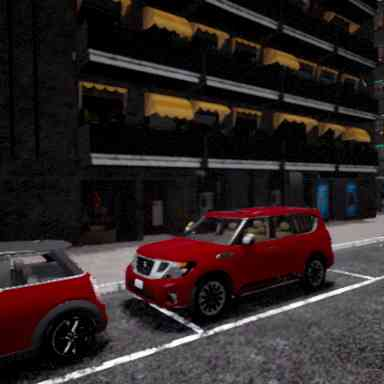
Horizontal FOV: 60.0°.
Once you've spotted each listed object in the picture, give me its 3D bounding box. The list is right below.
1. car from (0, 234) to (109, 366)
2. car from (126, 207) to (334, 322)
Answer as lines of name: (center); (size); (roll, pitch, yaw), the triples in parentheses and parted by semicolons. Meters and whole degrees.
car: (-3.297, 1.441, 4.226); (4.097, 1.590, 1.967); (0, -1, -36)
car: (1.102, 1.299, 7.370); (5.009, 1.841, 2.192); (0, -1, -36)
